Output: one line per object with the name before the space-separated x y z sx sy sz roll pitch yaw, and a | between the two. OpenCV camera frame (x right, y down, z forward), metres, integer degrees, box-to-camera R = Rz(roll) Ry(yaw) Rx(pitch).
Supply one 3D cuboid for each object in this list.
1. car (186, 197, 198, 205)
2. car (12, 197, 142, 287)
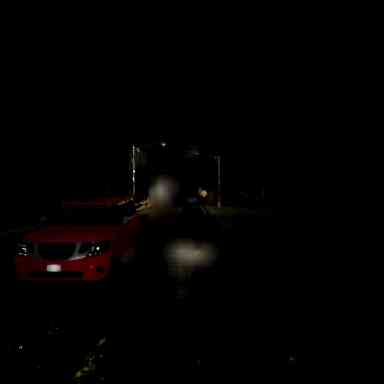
car | -0.009 1.455 55.788 1.994 1.385 4.181 0 0 0
car | -2.842 1.206 9.622 2.150 2.045 5.566 0 0 0
